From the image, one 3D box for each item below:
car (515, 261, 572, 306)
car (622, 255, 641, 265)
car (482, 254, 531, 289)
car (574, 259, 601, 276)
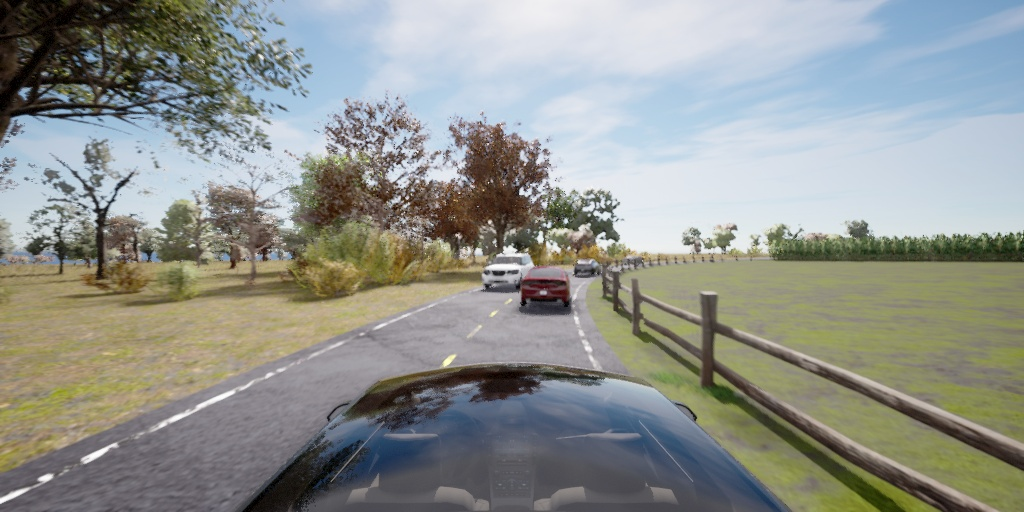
[{"bbox_3d":[1.563,1.184,15.556,1.882,1.535,5.008,0,0,10],"label":"car"},{"bbox_3d":[19.575,0.671,58.859,2.128,1.511,4.902,0,1,42],"label":"car"},{"bbox_3d":[-0.074,0.876,22.039,2.150,2.045,5.566,0,0,15],"label":"car"},{"bbox_3d":[7.260,1.042,34.289,2.128,1.511,4.902,0,1,23],"label":"car"}]
